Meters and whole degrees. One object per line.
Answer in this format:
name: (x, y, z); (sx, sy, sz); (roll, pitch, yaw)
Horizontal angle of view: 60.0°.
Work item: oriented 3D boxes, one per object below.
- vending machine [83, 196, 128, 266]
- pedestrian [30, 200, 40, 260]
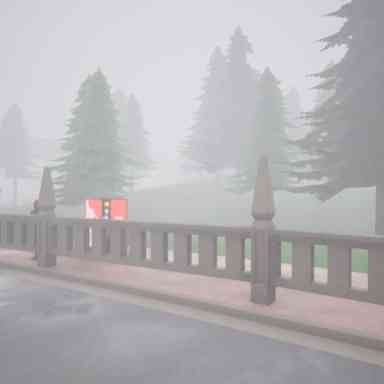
vending machine: (-2.762, 1.185, 10.700); (0.880, 2.100, 1.100); (0, 0, 30)
pedestrian: (-4.712, 1.130, 10.113); (0.375, 1.860, 0.375); (0, 0, 30)
